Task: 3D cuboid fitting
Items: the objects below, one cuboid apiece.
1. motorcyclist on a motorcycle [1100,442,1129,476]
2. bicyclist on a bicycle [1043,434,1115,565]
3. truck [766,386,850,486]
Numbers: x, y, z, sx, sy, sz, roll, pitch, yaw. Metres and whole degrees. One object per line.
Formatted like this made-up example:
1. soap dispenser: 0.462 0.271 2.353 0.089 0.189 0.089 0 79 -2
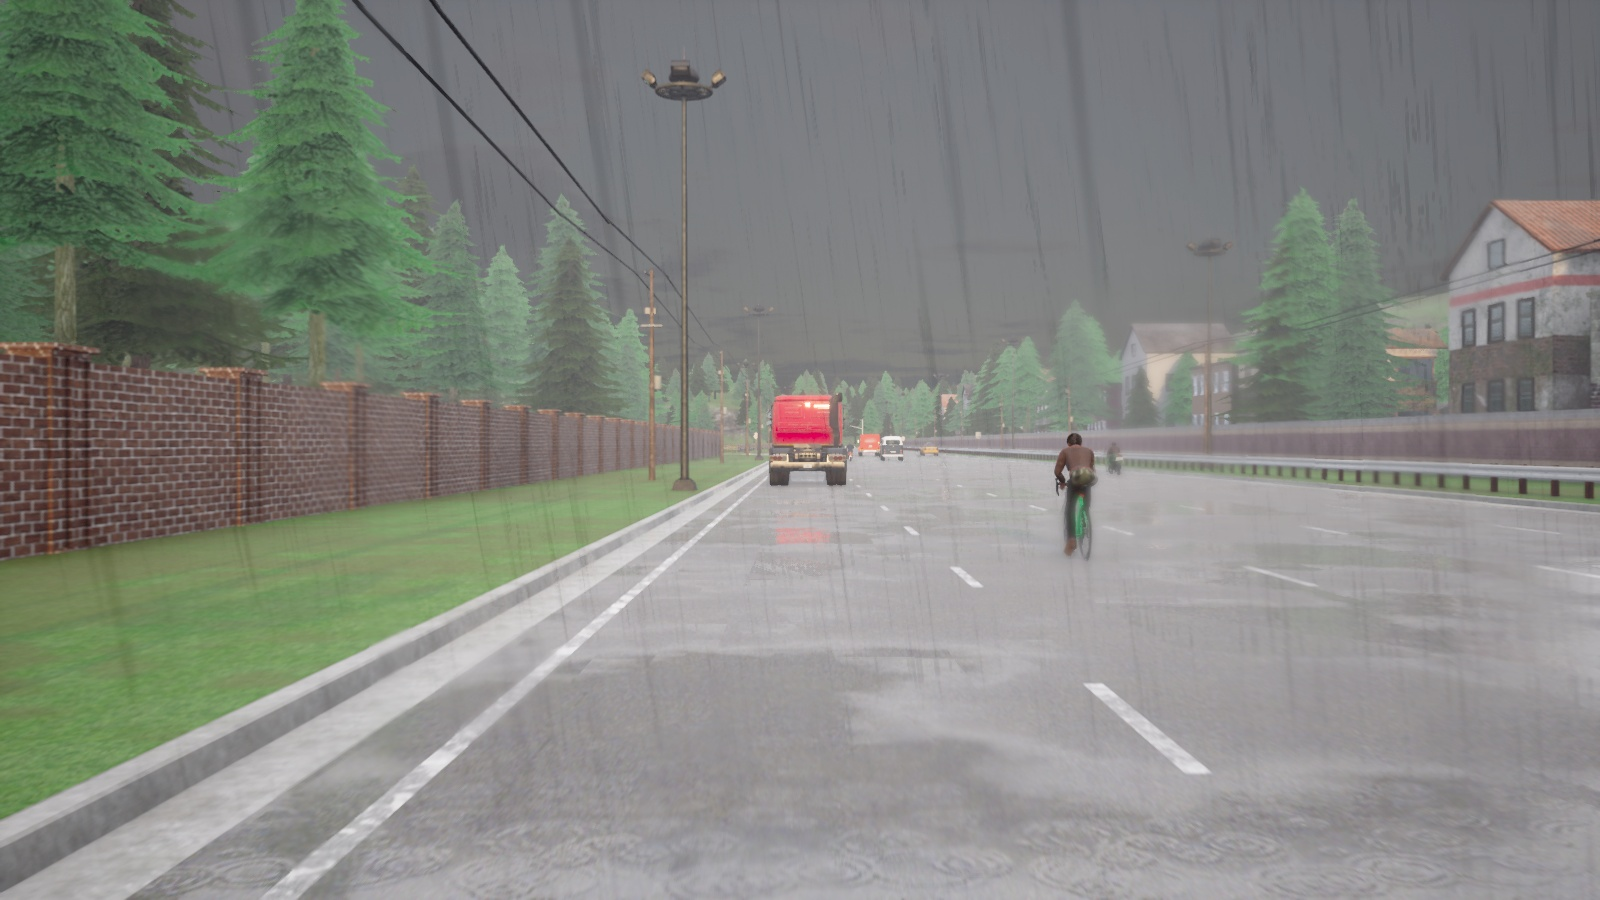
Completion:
1. motorcyclist on a motorcycle: 14.343 0.417 57.279 0.797 1.523 2.044 0 0 0
2. bicyclist on a bicycle: 3.609 0.610 16.364 0.582 1.620 1.656 0 0 0
3. truck: 0.286 -0.502 47.374 2.891 3.462 7.936 0 0 0
